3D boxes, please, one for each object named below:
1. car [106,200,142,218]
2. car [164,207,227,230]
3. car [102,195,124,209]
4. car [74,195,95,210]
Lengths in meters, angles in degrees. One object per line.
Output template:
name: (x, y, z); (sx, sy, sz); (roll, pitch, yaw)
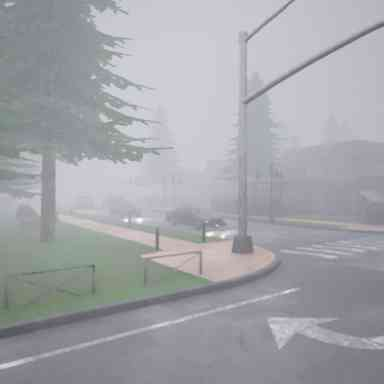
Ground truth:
car: (-6.515, 1.770, 32.650); (1.994, 1.385, 4.181); (0, 0, -35)
car: (0.057, 1.754, 23.239); (2.033, 1.411, 5.357); (0, 0, -35)
car: (-11.156, 1.443, 47.103); (2.150, 2.045, 5.566); (0, 0, -29)
car: (-15.406, 1.435, 47.302); (2.150, 2.045, 5.566); (0, 0, -27)
